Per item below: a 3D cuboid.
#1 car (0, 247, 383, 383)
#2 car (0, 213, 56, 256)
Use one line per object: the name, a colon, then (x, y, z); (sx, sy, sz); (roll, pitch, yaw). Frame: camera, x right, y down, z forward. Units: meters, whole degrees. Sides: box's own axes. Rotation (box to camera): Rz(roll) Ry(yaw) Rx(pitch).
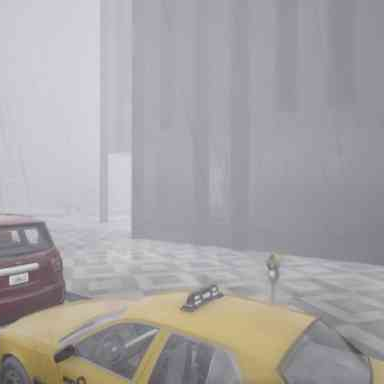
car: (-0.116, 1.524, 3.045); (4.829, 1.417, 1.752); (0, 0, 36)
car: (-4.391, 1.310, 6.100); (5.009, 1.841, 2.192); (0, 0, 36)
